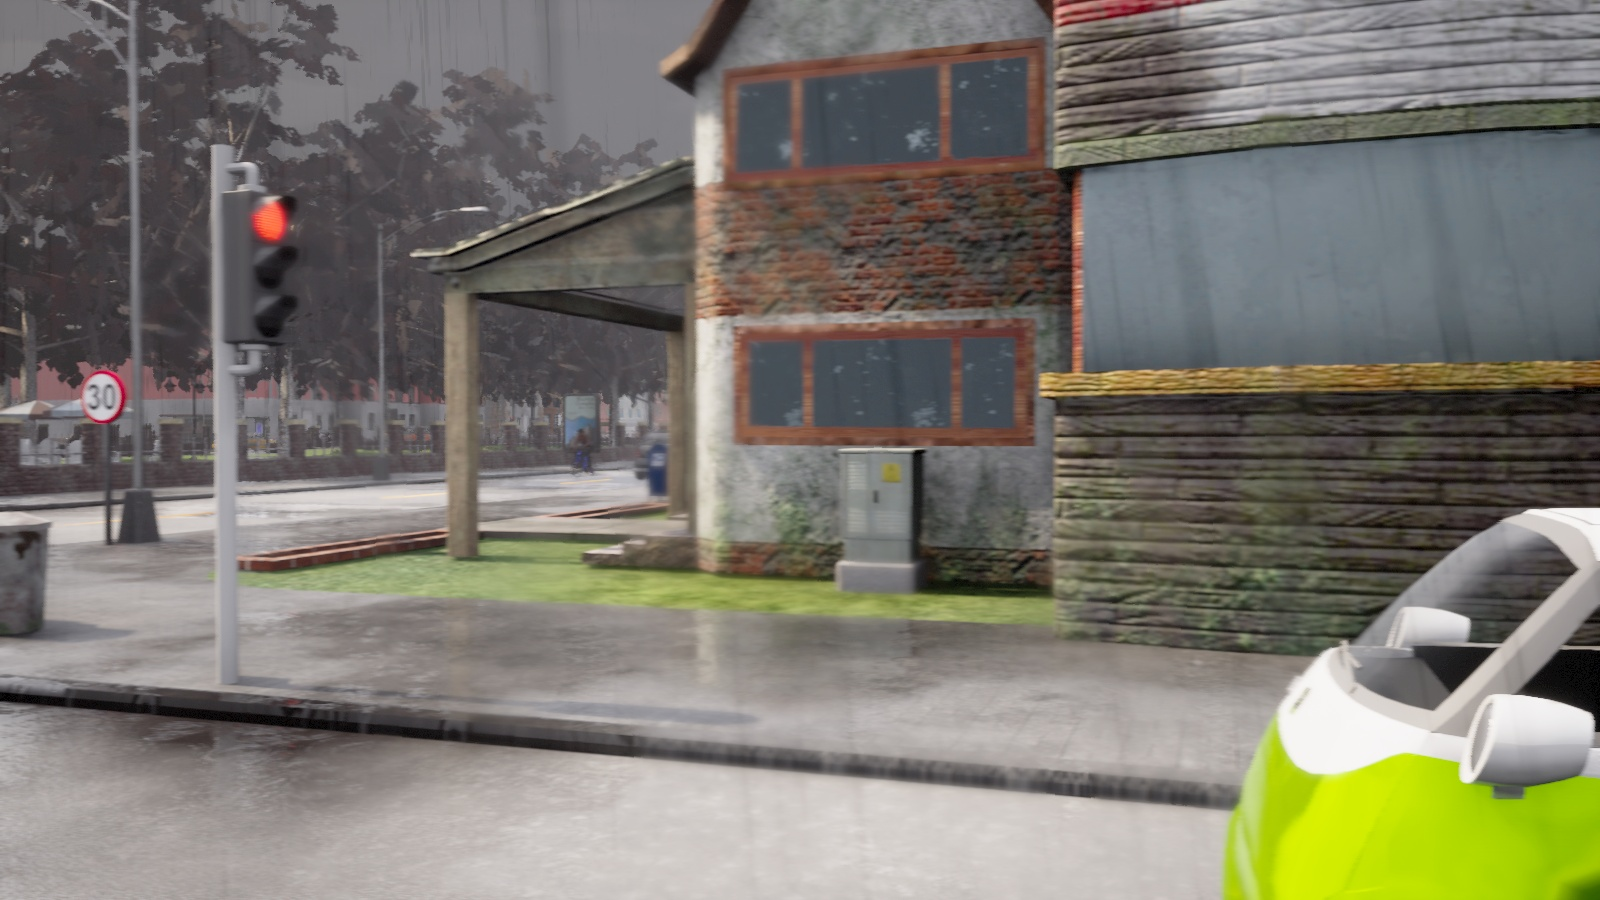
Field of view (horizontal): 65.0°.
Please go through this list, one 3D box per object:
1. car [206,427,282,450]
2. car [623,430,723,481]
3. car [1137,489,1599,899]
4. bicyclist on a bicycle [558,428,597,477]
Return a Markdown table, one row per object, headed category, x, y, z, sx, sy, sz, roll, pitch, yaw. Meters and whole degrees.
| category | x | y | z | sx | sy | sz | roll | pitch | yaw |
| --- | --- | --- | --- | --- | --- | --- | --- | --- | --- |
| car | -39.411 | -0.860 | 89.152 | 1.801 | 1.575 | 5.366 | 1 | 1 | 19 |
| car | -3.969 | 0.138 | 39.923 | 1.789 | 1.549 | 3.705 | 1 | 1 | 19 |
| car | 2.008 | 0.840 | 3.043 | 2.207 | 1.376 | 1.481 | 1 | 1 | 19 |
| bicyclist on a bicycle | -7.451 | 0.061 | 42.118 | 0.582 | 1.620 | 1.656 | 1 | 1 | 19 |
